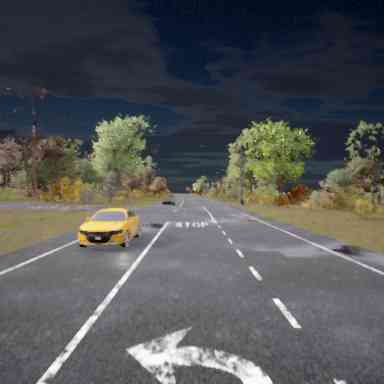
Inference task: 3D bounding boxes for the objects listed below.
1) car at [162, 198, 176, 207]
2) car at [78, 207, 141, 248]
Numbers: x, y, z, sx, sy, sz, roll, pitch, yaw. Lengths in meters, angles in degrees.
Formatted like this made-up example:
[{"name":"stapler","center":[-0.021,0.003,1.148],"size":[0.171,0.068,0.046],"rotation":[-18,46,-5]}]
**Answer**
[{"name":"car","center":[-3.559,1.568,51.253],"size":[1.895,1.301,4.718],"rotation":[0,0,0]},{"name":"car","center":[-3.508,1.464,14.908],"size":[1.882,1.535,5.008],"rotation":[0,0,0]}]
